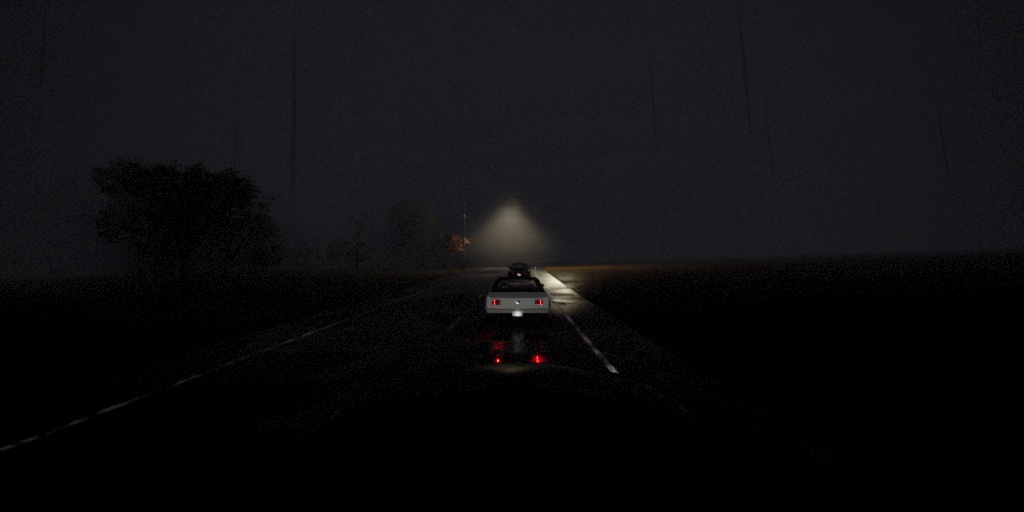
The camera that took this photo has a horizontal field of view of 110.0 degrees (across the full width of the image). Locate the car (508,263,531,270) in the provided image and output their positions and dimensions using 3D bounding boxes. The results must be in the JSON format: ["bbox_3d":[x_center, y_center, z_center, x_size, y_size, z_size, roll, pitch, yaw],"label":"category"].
[{"bbox_3d":[0.623,1.271,30.064,1.812,1.442,4.674,0,0,2],"label":"car"}]

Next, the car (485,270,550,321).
[{"bbox_3d":[0.191,1.351,12.421,1.895,1.301,4.718,0,0,1],"label":"car"}]
